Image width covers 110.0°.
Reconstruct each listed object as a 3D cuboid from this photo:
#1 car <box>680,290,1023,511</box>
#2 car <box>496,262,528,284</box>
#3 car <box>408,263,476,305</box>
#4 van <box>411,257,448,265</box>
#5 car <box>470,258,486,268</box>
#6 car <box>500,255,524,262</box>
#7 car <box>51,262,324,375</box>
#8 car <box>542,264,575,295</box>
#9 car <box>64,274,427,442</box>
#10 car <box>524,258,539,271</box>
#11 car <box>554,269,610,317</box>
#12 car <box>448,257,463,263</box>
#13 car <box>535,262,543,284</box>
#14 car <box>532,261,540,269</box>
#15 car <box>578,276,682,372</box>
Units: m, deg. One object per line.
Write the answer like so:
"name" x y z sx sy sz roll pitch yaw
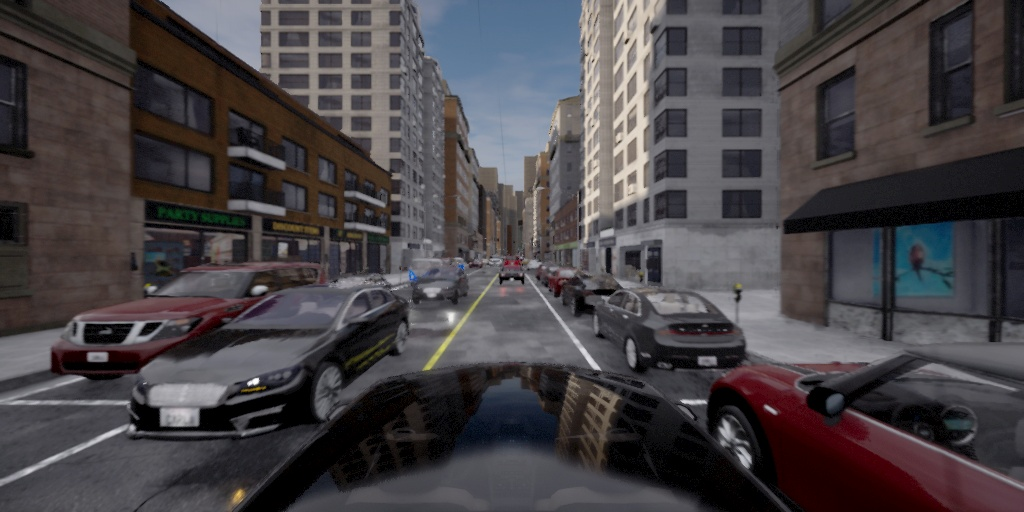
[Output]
"car" 2.857 1.190 1.898 1.967 1.591 4.097 0 0 0
"car" 0.003 1.331 26.930 1.895 1.301 4.718 0 0 0
"car" -3.058 1.232 16.179 2.128 1.511 4.902 0 0 0
"van" -5.675 1.074 24.000 1.690 1.789 3.998 0 0 0
"car" -5.686 1.130 57.155 1.967 1.591 4.097 0 0 0
"car" 0.058 0.934 43.720 2.150 2.045 5.566 0 0 0
"car" -5.670 1.061 7.422 2.192 1.841 5.009 0 0 0
"car" 2.852 1.283 18.477 1.888 1.381 4.507 0 0 0
"car" -3.092 1.239 5.796 2.128 1.511 4.902 0 0 0
"car" 2.985 1.231 47.562 1.812 1.442 4.674 0 0 0
"car" 2.854 1.309 12.950 1.948 1.339 4.313 0 0 0
"car" -5.677 1.042 29.526 2.192 1.841 5.009 0 0 0
"car" 2.851 1.284 24.002 2.007 1.370 4.403 0 0 0
"car" 2.849 1.309 29.528 1.802 1.307 4.207 0 0 0
"car" 2.856 1.297 7.424 2.007 1.370 4.403 0 0 0
